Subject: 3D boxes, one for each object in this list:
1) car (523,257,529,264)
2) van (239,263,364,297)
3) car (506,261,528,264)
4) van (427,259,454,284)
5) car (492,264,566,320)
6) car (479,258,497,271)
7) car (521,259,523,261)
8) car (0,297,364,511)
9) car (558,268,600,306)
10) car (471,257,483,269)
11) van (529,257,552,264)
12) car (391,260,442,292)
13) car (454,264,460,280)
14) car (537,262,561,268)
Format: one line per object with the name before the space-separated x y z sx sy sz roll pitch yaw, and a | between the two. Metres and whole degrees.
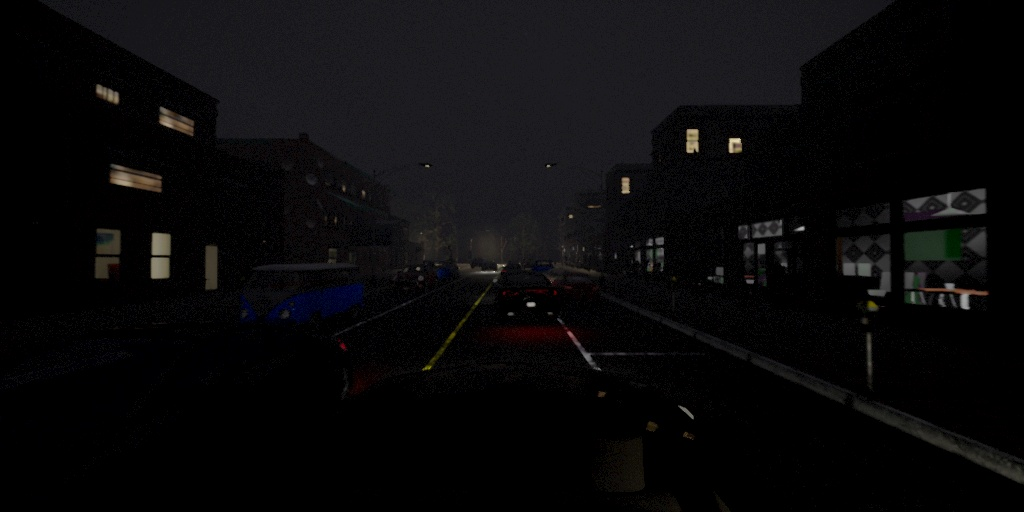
car | 2.690 1.259 54.487 1.967 1.591 4.097 0 0 0
van | -5.690 1.104 10.128 1.690 1.789 3.998 0 0 0
car | 0.096 1.357 30.869 1.994 1.385 4.181 0 0 0
van | -5.691 1.128 26.757 1.690 1.789 3.998 0 0 0
car | 0.373 1.244 12.863 1.882 1.535 5.008 0 0 -4
car | -3.002 1.386 49.024 1.994 1.385 4.181 0 0 0
car | 0.098 1.364 52.384 2.033 1.411 5.357 0 0 0
car | -3.099 1.316 3.066 1.994 1.385 4.181 0 0 0
car | 2.690 1.353 15.684 1.802 1.307 4.207 0 0 0
car | -5.691 1.138 60.017 2.192 1.841 5.009 0 0 0
van | 2.690 1.135 32.314 1.690 1.789 3.998 0 0 0
car | -5.691 1.219 21.215 1.967 1.591 4.097 0 0 0
car | -5.691 1.345 32.301 2.007 1.370 4.403 0 0 0
car | 2.690 1.305 21.397 1.751 1.417 4.829 0 0 0
